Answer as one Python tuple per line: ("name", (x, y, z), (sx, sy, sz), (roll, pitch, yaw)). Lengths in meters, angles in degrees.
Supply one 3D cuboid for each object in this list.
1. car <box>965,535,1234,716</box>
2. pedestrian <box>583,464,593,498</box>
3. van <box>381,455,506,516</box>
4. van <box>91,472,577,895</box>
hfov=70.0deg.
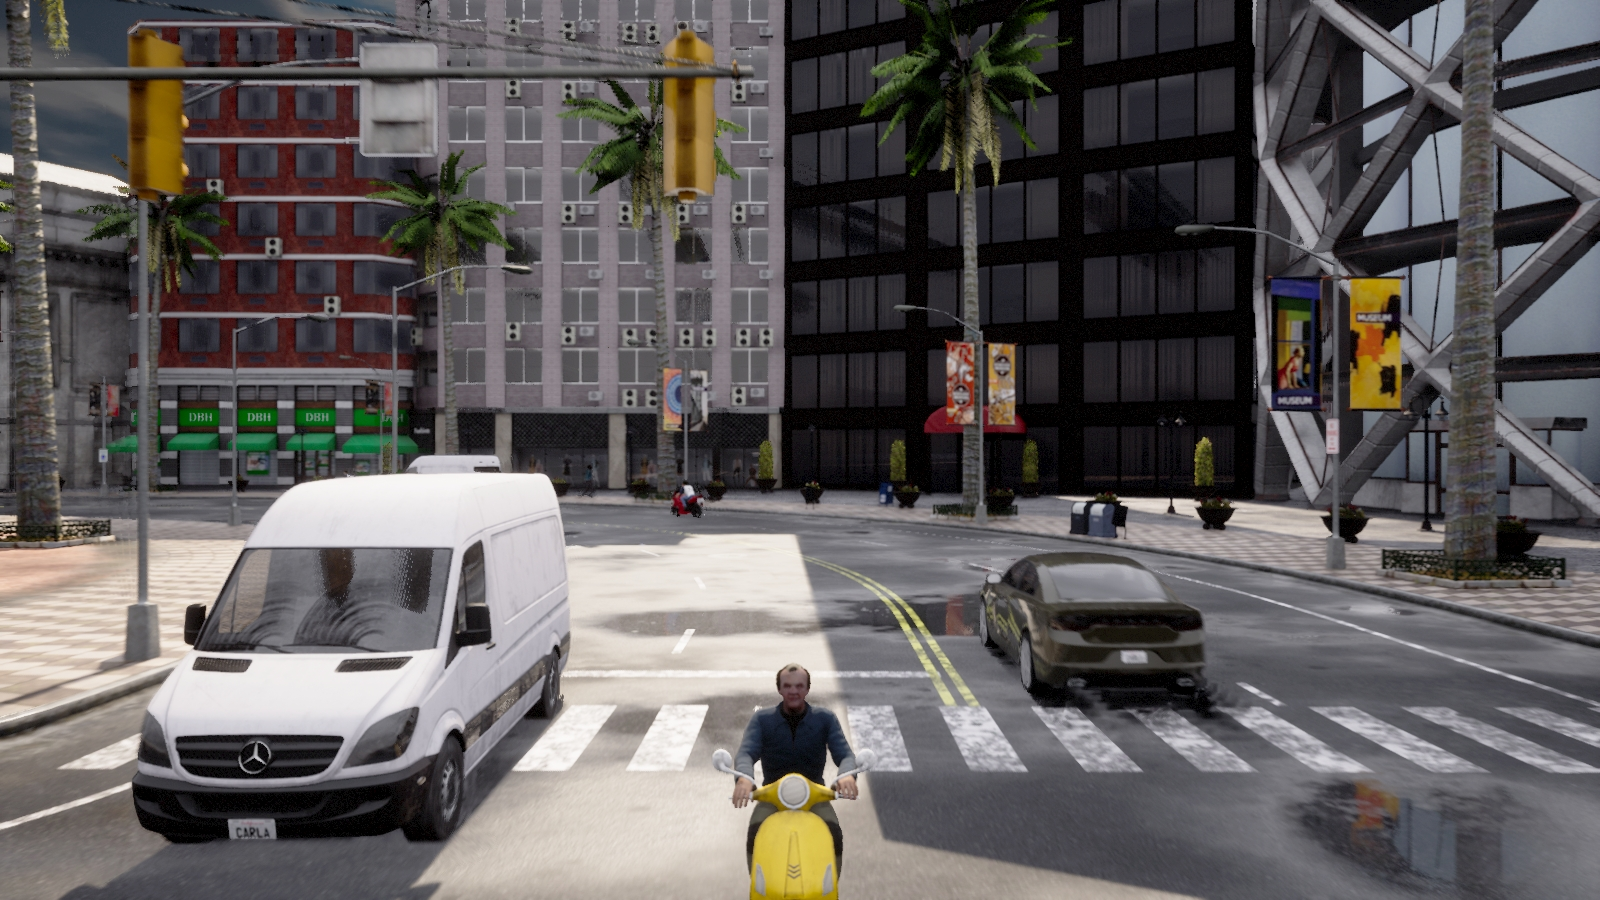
("car", (3.519, 2.034, 14.545), (2.097, 1.535, 5.006), (0, 0, 0))
("pedestrian", (-11.552, 1.696, 62.252), (0.375, 1.860, 0.375), (0, 0, 14))
("van", (-16.039, 1.533, 51.271), (5.915, 2.561, 1.988), (0, 0, 32))
("van", (-3.530, 1.534, 10.196), (1.988, 2.561, 5.915), (0, 0, -1))
